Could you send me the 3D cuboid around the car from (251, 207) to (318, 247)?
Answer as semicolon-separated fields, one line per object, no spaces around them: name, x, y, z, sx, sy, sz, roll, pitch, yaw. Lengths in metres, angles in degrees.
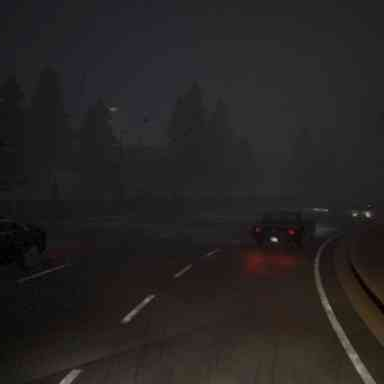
car;4.225;1.533;14.746;1.895;1.301;4.718;1;0;28

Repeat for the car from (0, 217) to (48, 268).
car;-5.755;1.401;8.269;2.128;1.511;4.902;0;0;15

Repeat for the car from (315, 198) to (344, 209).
car;17.428;1.408;42.105;4.181;1.385;1.994;0;0;-38

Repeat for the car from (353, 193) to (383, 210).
car;22.221;1.206;41.362;5.566;2.045;2.150;0;0;-38

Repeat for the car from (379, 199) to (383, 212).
car;19.082;1.532;29.889;4.718;1.301;1.895;0;0;-38
